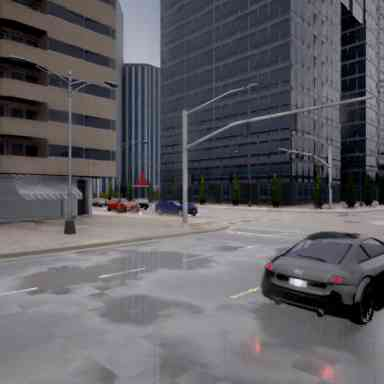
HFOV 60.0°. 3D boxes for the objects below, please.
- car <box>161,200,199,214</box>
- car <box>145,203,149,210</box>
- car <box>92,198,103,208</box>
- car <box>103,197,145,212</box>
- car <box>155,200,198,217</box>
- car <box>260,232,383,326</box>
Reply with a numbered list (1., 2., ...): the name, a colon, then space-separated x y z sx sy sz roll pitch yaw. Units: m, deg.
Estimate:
1. car: -1.400 1.639 37.348 4.181 1.385 1.994 0 0 45
2. car: -7.647 1.676 43.490 4.718 1.301 1.895 0 0 45
3. car: -13.884 1.622 49.627 5.357 1.411 2.033 0 0 45
4. car: -8.033 1.424 38.968 4.553 1.767 2.097 0 0 44
5. car: -1.572 1.550 32.610 5.008 1.535 1.882 0 0 45
6. car: 3.334 1.570 7.232 4.181 1.385 1.994 0 0 -43
